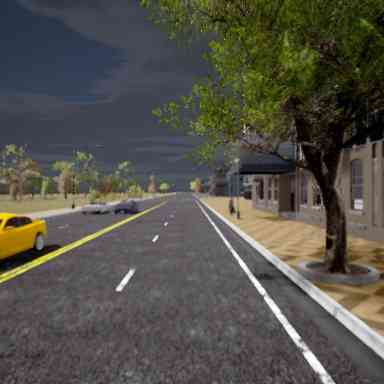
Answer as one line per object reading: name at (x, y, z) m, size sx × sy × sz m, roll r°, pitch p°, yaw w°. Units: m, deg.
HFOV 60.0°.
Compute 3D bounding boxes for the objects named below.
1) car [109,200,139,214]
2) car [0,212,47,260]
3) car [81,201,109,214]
car at (-6.761, 1.517, 34.846) m, size 2.033 × 1.411 × 5.357 m, roll 0°, pitch 0°, yaw 0°
car at (-6.664, 1.473, 11.127) m, size 1.882 × 1.535 × 5.008 m, roll 0°, pitch 0°, yaw 0°
car at (-10.011, 1.578, 34.791) m, size 1.895 × 1.301 × 4.718 m, roll 0°, pitch 0°, yaw 0°
